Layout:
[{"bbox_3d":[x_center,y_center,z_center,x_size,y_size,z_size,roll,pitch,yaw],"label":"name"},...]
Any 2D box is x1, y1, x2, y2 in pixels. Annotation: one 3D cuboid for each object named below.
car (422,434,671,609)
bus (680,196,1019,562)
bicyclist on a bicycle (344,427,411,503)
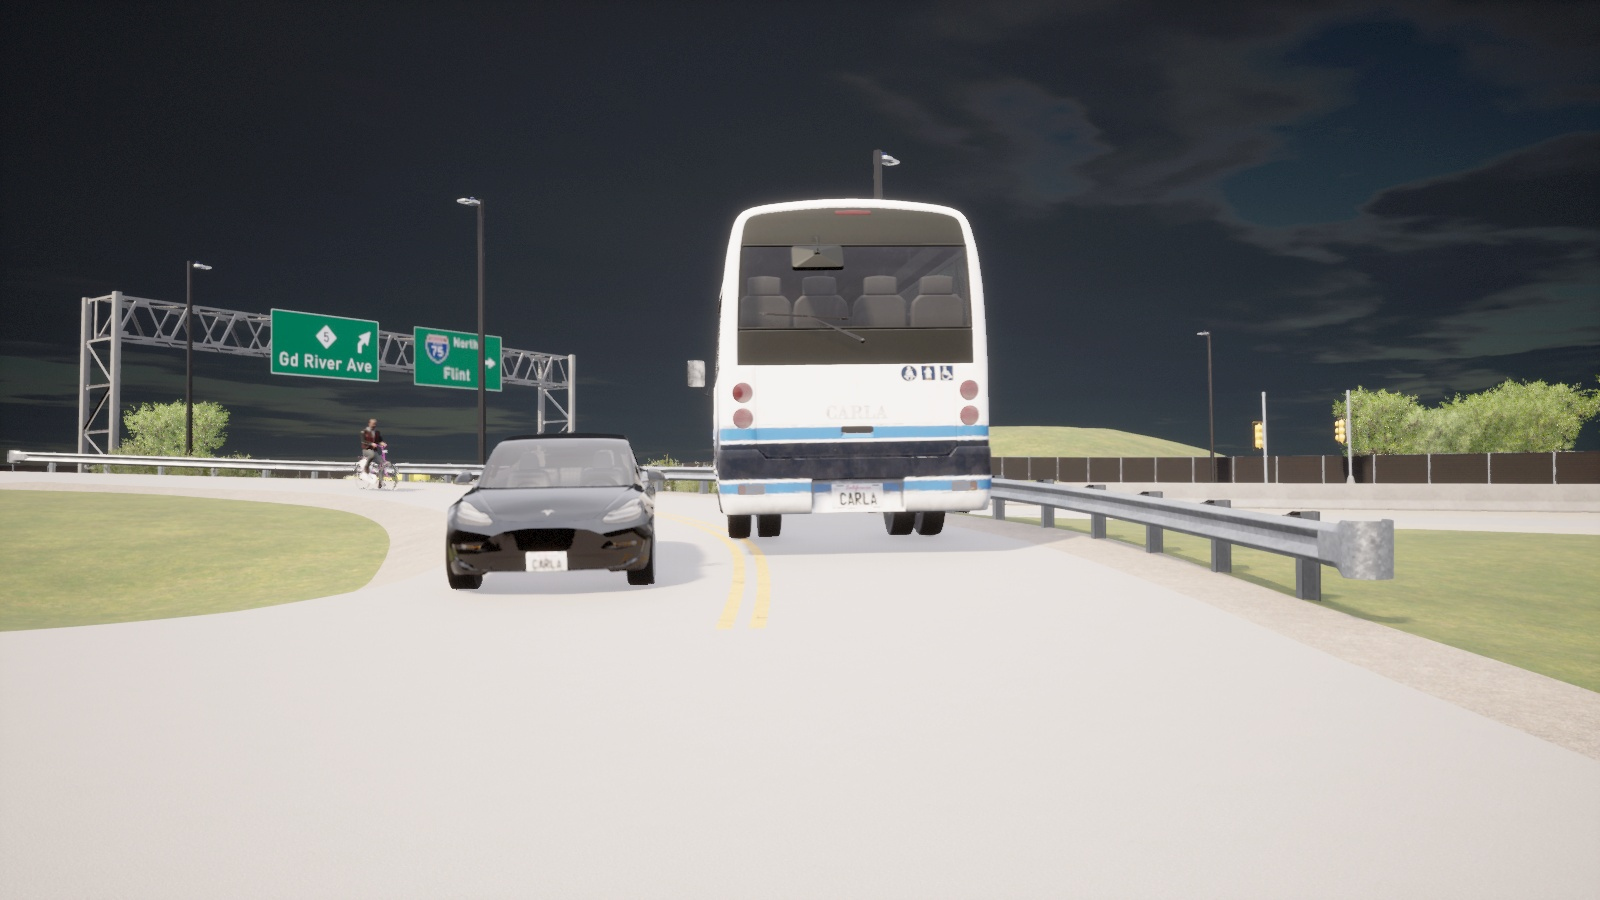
[{"bbox_3d":[-2.544,0.609,13.730,2.163,1.488,4.792,-2,1,-6],"label":"car"},{"bbox_3d":[0.228,-0.945,20.163,3.944,4.253,10.273,-2,1,-4],"label":"bus"},{"bbox_3d":[-10.196,0.345,30.276,1.843,1.776,0.659,0,0,40],"label":"bicyclist on a bicycle"}]
